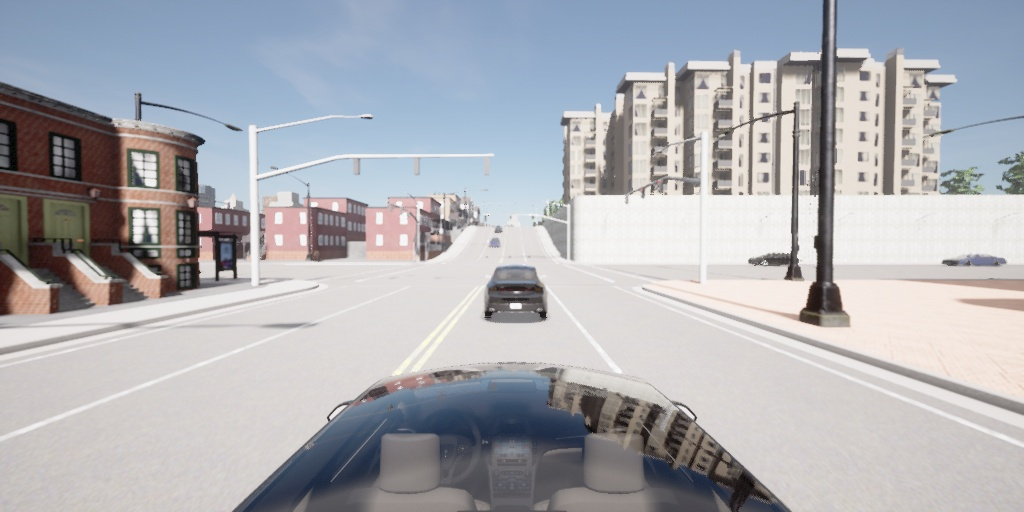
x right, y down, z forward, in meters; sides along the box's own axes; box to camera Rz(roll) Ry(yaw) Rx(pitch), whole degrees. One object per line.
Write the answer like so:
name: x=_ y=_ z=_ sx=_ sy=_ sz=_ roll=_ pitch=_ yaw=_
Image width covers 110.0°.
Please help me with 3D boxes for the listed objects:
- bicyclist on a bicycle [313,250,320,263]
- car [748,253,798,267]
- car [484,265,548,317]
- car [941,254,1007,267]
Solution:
bicyclist on a bicycle: x=-25.054 y=0.047 z=46.035 sx=0.582 sy=1.620 sz=1.656 roll=0 pitch=2 yaw=0
car: x=28.937 y=0.391 z=39.821 sx=4.892 sy=1.490 sz=1.837 roll=0 pitch=1 yaw=1
car: x=0.124 y=1.024 z=11.916 sx=1.837 sy=1.490 sz=4.892 roll=0 pitch=1 yaw=1
car: x=50.959 y=0.440 z=39.555 sx=5.357 sy=1.411 sz=2.033 roll=0 pitch=1 yaw=1
